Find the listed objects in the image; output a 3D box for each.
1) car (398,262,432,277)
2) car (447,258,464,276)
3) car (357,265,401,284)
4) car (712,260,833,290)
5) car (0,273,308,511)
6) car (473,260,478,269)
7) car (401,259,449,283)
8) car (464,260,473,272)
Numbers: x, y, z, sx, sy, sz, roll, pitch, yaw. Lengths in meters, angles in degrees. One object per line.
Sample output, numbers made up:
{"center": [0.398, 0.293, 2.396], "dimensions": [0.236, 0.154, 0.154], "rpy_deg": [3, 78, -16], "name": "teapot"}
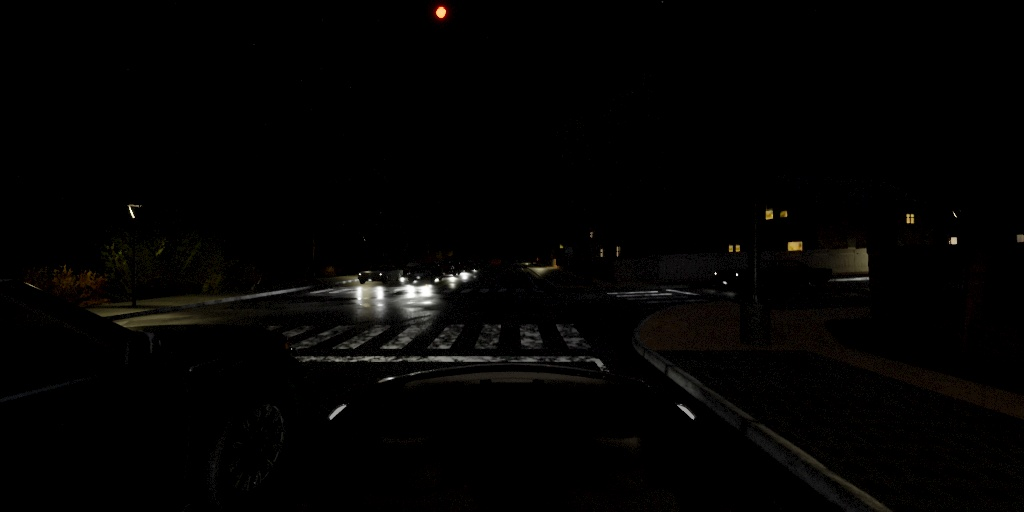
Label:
{"center": [-9.846, 1.316, 36.713], "dimensions": [2.033, 1.411, 5.357], "rpy_deg": [0, 0, 0], "name": "car"}
{"center": [-6.591, 1.120, 36.862], "dimensions": [2.097, 1.767, 4.553], "rpy_deg": [0, 0, 0], "name": "car"}
{"center": [-9.848, 1.362, 27.061], "dimensions": [1.895, 1.301, 4.718], "rpy_deg": [0, 0, 0], "name": "car"}
{"center": [12.014, 0.852, 16.769], "dimensions": [4.718, 1.301, 1.895], "rpy_deg": [-2, -1, -5], "name": "car"}
{"center": [-3.159, 0.971, 1.198], "dimensions": [2.150, 2.045, 5.566], "rpy_deg": [0, 0, 2], "name": "car"}
{"center": [-6.543, 1.318, 57.675], "dimensions": [1.812, 1.442, 4.674], "rpy_deg": [0, 0, 0], "name": "car"}
{"center": [-6.597, 1.252, 27.722], "dimensions": [2.128, 1.511, 4.902], "rpy_deg": [0, 0, 0], "name": "car"}
{"center": [-6.586, 1.379, 46.599], "dimensions": [1.895, 1.301, 4.718], "rpy_deg": [0, 0, 0], "name": "car"}
